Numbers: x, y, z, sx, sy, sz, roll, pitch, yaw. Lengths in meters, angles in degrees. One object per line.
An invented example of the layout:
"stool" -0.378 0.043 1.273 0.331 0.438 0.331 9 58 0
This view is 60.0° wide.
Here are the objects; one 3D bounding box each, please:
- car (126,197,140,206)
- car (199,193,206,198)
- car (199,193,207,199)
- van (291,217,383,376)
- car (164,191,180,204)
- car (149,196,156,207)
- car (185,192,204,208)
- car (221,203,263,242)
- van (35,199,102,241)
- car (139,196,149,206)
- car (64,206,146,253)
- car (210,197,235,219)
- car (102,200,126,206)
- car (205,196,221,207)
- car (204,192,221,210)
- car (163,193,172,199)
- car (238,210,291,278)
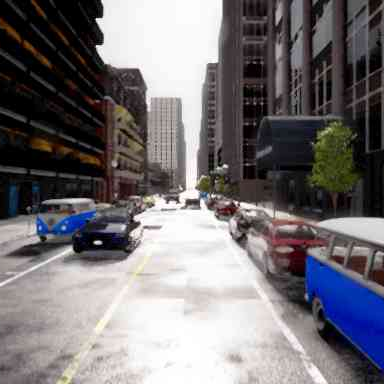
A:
"car" -5.689 1.347 26.721 1.947 1.339 4.313 0 0 0
"car" 2.691 0.955 89.017 1.802 1.307 4.206 0 0 0
"car" 2.690 0.929 83.524 1.752 1.417 4.829 0 0 0
"van" 2.691 1.307 4.063 1.690 1.788 3.998 0 0 0
"car" -3.071 0.813 53.303 2.150 2.045 5.566 0 0 0
"car" -5.689 1.179 43.539 1.752 1.417 4.829 0 0 0
"car" 0.100 1.162 41.050 2.128 1.511 4.902 0 0 0
"car" 2.692 1.424 15.393 2.008 1.369 4.403 0 0 0
"van" -5.689 1.214 15.392 1.690 1.788 3.998 0 0 0
"car" -5.689 1.176 32.382 1.967 1.590 4.097 0 0 0
"car" -3.101 1.457 12.944 1.994 1.385 4.181 0 0 0
"car" 2.691 1.325 26.721 1.887 1.381 4.507 0 0 0
"car" -5.689 1.354 20.887 1.752 1.417 4.829 0 0 0
"car" 2.691 1.197 43.709 1.887 1.381 4.507 0 0 0
"car" 2.691 1.132 38.047 1.967 1.590 4.097 0 0 0
"car" -5.689 0.965 77.520 1.752 1.417 4.829 0 0 0
"car" 2.691 1.464 9.729 1.887 1.381 4.507 0 0 0
